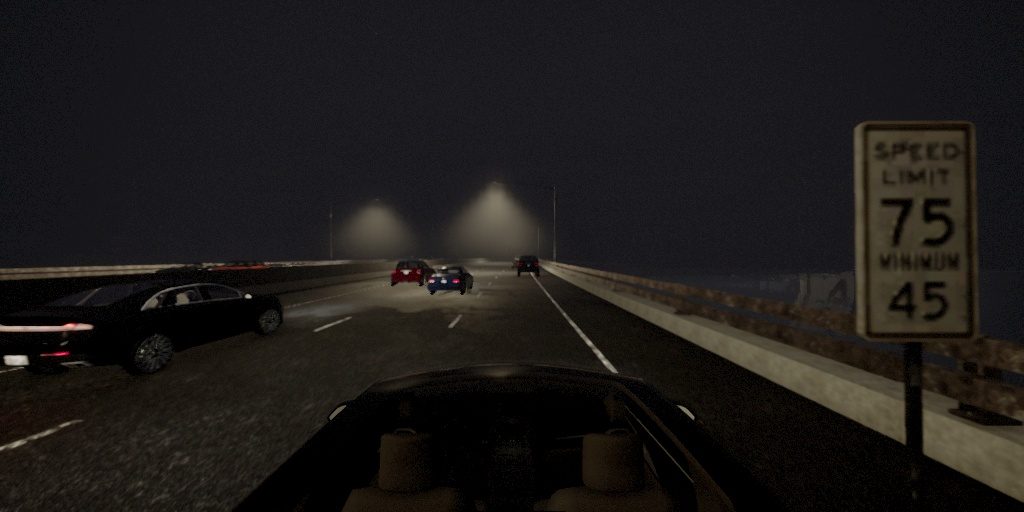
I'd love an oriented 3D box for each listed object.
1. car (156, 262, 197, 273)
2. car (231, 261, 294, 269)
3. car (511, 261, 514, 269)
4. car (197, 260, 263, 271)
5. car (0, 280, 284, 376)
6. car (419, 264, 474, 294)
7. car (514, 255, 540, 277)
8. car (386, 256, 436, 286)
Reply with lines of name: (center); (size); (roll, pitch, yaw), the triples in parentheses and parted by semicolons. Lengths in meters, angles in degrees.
car: (-24.371, 1.212, 27.384); (2.128, 1.511, 4.902); (0, 0, 1)
car: (-17.398, 1.270, 26.424); (2.033, 1.411, 5.357); (0, 0, 1)
car: (0.861, 1.273, 54.799); (2.033, 1.411, 5.357); (0, 0, 2)
car: (-20.871, 1.072, 27.467); (2.097, 1.767, 4.553); (0, 0, 1)
car: (-6.878, 1.232, 7.409); (2.128, 1.511, 4.902); (0, 0, 0)
car: (-3.285, 1.278, 19.910); (2.033, 1.411, 5.357); (0, 0, 1)
car: (1.588, 0.947, 35.677); (2.150, 2.045, 5.566); (0, 0, 1)
car: (-6.715, 1.078, 24.962); (2.097, 1.767, 4.553); (0, 0, 1)
